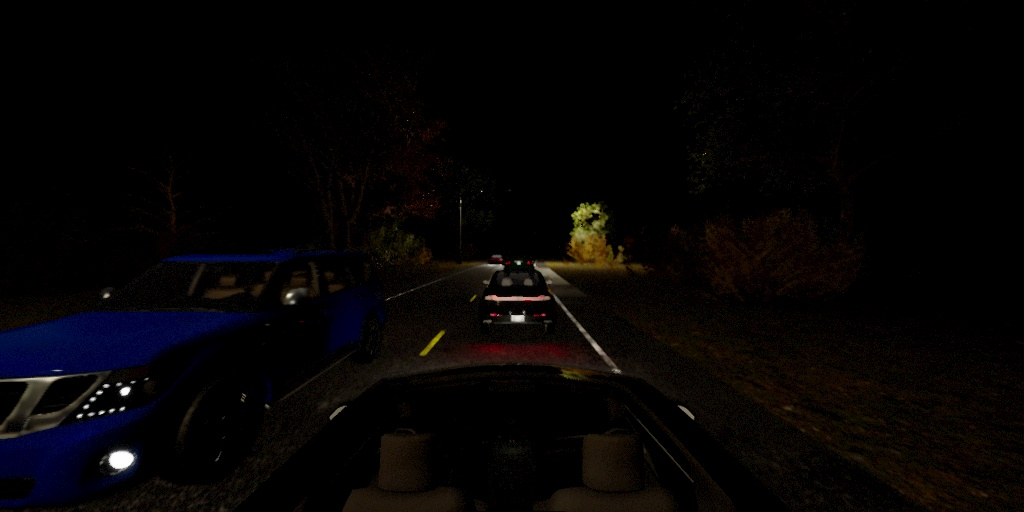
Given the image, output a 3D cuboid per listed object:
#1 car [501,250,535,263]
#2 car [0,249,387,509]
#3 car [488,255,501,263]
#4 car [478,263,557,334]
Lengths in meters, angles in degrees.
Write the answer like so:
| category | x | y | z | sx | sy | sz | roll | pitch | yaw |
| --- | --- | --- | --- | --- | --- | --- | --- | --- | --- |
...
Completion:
| category | x | y | z | sx | sy | sz | roll | pitch | yaw |
| --- | --- | --- | --- | --- | --- | --- | --- | --- | --- |
| car | 0.540 | 0.556 | 27.456 | 2.150 | 2.045 | 5.566 | 0 | 1 | 1 |
| car | -3.578 | 0.918 | 4.974 | 2.150 | 2.045 | 5.566 | 0 | 1 | 0 |
| car | -2.119 | 0.524 | 49.718 | 1.994 | 1.385 | 4.181 | 0 | 1 | 4 |
| car | 0.161 | 1.105 | 10.123 | 2.128 | 1.511 | 4.902 | 0 | 1 | 1 |
